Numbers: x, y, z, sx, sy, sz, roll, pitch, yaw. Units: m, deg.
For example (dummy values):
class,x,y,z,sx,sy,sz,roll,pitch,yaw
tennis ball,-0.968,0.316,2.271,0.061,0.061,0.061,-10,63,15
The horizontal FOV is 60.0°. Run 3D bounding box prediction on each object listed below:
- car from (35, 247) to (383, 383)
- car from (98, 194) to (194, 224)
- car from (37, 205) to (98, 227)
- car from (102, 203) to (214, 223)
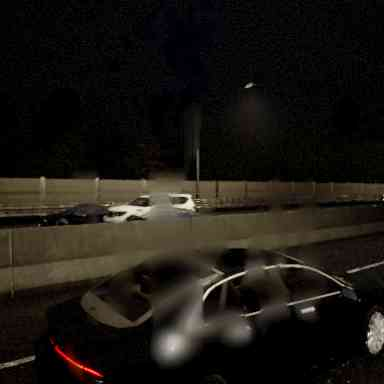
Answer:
class,x,y,z,sx,sy,sz,roll,pitch,yaw
car,0.703,1.484,4.247,4.892,1.490,1.837,0,0,-36
car,-2.285,1.148,19.560,5.566,2.045,2.150,-1,0,-35
car,-6.645,1.496,20.748,5.357,1.411,2.033,-1,0,-35
car,-1.225,1.484,16.015,5.357,1.411,2.033,-1,0,-35
